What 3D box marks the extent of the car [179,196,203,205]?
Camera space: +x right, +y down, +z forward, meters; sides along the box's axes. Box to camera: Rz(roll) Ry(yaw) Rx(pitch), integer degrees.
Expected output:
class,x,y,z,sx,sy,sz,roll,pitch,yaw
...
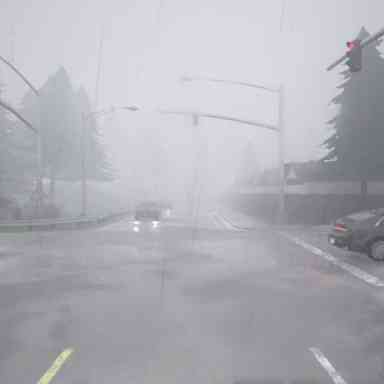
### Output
class,x,y,z,sx,sy,sz,roll,pitch,yaw
car,-0.164,1.489,60.209,4.892,1.490,1.837,1,-1,-45

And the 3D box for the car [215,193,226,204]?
class,x,y,z,sx,sy,sz,roll,pitch,yaw
car,6.882,1.202,60.867,5.566,2.045,2.150,0,0,-22

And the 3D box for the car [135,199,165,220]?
class,x,y,z,sx,sy,sz,roll,pitch,yaw
car,-3.611,1.502,28.041,1.837,1.490,4.892,0,0,0

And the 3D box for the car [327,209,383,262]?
class,x,y,z,sx,sy,sz,roll,pitch,yaw
car,6.873,1.311,10.556,4.892,1.490,1.837,0,1,0

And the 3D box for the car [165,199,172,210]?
class,x,y,z,sx,sy,sz,roll,pitch,yaw
car,-3.581,1.562,42.550,1.994,1.385,4.181,0,0,1
